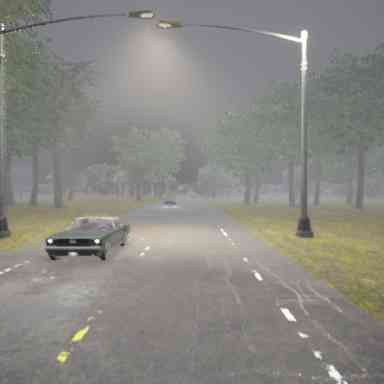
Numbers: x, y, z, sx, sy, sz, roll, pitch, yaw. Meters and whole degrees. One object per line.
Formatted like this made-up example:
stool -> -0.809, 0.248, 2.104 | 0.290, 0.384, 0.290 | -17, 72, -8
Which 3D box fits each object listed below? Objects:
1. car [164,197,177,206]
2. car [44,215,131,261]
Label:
car -> -3.571, 1.555, 54.821 | 1.895, 1.301, 4.718 | 0, 0, 1
car -> -3.605, 1.572, 12.292 | 1.895, 1.301, 4.718 | 0, 0, 0
